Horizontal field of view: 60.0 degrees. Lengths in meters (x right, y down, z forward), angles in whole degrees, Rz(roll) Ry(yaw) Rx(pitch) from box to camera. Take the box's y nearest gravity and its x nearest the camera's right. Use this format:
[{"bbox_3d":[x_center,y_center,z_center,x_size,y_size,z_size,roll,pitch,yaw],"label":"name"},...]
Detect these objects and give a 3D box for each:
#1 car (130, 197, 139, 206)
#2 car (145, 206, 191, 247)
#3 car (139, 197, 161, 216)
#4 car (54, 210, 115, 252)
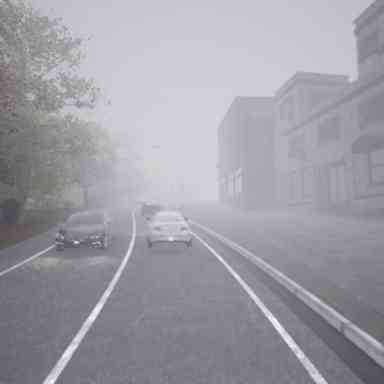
[{"bbox_3d":[-9.128,1.614,56.998,1.994,1.385,4.181,-1,0,6],"label":"car"},{"bbox_3d":[-1.123,1.608,15.341,1.812,1.442,4.674,1,0,-7],"label":"car"},{"bbox_3d":[-4.081,1.573,33.295,1.882,1.535,5.008,1,0,-10],"label":"car"},{"bbox_3d":[-4.423,1.558,14.309,1.837,1.490,4.892,1,0,-7],"label":"car"}]
